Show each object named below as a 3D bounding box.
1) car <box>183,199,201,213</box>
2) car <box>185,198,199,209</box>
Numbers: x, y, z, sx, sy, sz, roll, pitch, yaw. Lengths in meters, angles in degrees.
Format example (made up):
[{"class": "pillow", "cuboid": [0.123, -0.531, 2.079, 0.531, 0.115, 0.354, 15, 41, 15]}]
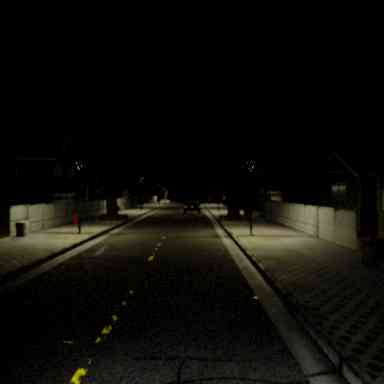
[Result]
[{"class": "car", "cuboid": [0.018, 1.521, 36.105, 2.033, 1.411, 5.357, 0, 0, 0]}, {"class": "car", "cuboid": [0.036, 1.610, 47.595, 1.895, 1.301, 4.718, 0, 0, 0]}]
